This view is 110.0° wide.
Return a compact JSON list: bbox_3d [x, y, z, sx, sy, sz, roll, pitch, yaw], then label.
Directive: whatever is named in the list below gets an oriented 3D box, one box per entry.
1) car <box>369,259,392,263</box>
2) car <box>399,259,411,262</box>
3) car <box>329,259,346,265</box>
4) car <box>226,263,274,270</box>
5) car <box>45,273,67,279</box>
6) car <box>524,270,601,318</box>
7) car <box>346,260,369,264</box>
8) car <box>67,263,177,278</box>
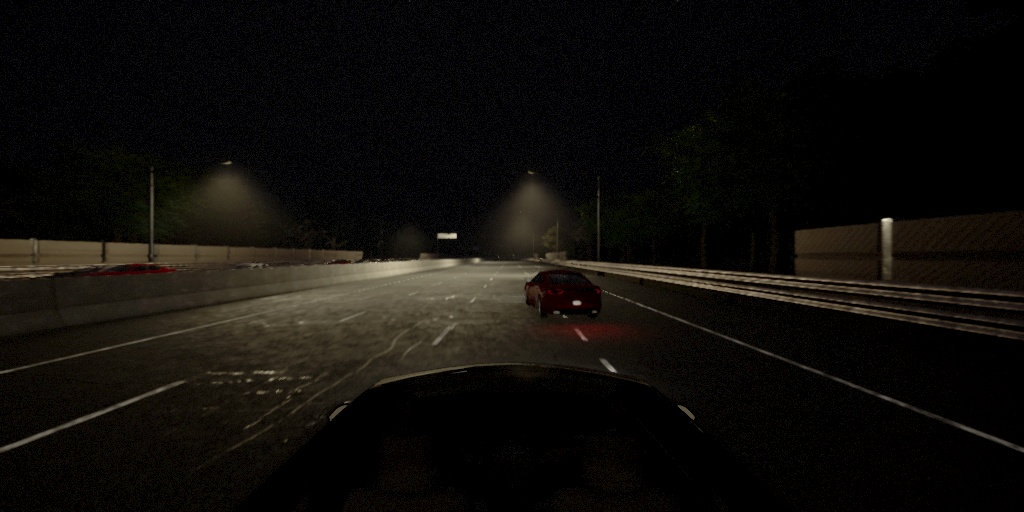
[{"bbox_3d":[-21.175,1.305,59.212,2.128,1.511,4.902,0,0,0],"label":"car"},{"bbox_3d":[-17.679,1.313,59.229,1.837,1.490,4.892,0,0,0],"label":"car"},{"bbox_3d":[-28.166,1.297,58.969,1.882,1.535,5.008,0,0,0],"label":"car"},{"bbox_3d":[-17.549,1.253,23.775,2.128,1.511,4.902,0,0,0],"label":"car"},{"bbox_3d":[-28.040,1.312,24.665,2.033,1.411,5.357,0,0,0],"label":"car"},{"bbox_3d":[1.646,1.249,13.069,1.882,1.535,5.008,0,0,-6],"label":"car"},{"bbox_3d":[-24.663,1.364,59.094,2.033,1.411,5.357,0,0,0],"label":"car"},{"bbox_3d":[-24.554,1.240,23.156,1.882,1.535,5.008,0,0,0],"label":"car"}]
